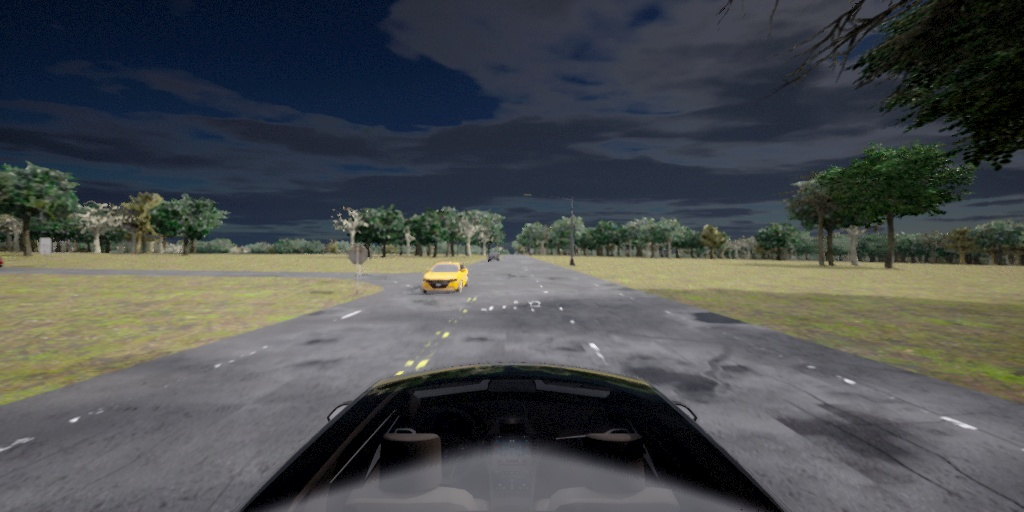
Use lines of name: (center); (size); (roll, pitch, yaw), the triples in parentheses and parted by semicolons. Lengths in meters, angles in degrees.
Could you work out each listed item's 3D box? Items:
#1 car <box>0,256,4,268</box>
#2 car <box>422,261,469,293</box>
car: (-48.569, 0.213, 31.858); (4.553, 1.767, 2.097); (1, -1, 0)
car: (-3.482, 1.054, 19.476); (1.882, 1.535, 5.008); (0, 1, 0)
